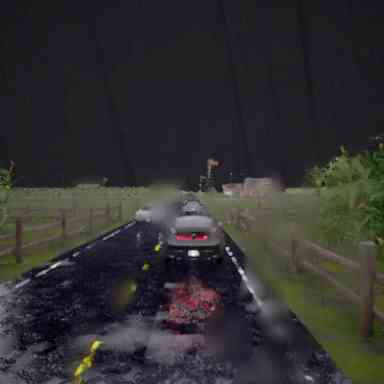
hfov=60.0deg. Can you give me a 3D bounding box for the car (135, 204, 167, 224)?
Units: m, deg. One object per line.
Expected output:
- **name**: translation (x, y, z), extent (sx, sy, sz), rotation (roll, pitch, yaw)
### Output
- **car**: translation (-2.843, 1.539, 23.967), extent (1.895, 1.301, 4.718), rotation (0, 0, 0)

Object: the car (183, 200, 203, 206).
- **car**: translation (0.092, 1.487, 32.025), extent (1.994, 1.385, 4.181), rotation (0, 0, 0)

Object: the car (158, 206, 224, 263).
- **car**: translation (0.067, 1.472, 11.770), extent (1.837, 1.490, 4.892), rotation (0, 0, 1)
